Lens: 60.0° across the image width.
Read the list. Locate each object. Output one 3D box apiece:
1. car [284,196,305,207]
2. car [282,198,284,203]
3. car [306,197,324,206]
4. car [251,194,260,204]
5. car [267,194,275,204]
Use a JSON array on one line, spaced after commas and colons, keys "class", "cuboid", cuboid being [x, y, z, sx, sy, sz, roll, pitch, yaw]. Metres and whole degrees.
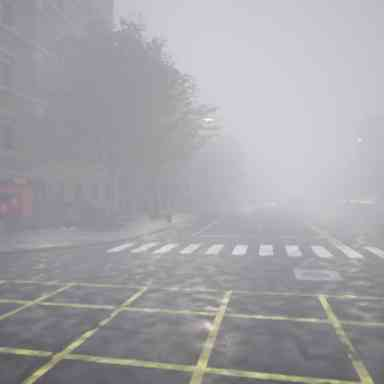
[{"class": "car", "cuboid": [17.365, 1.533, 56.499, 2.097, 1.767, 4.553, -1, -1, 13]}, {"class": "car", "cuboid": [21.212, 1.739, 74.237, 1.882, 1.535, 5.008, -1, 0, 12]}, {"class": "car", "cuboid": [20.900, 1.651, 56.263, 1.812, 1.442, 4.674, -1, 0, 13]}, {"class": "car", "cuboid": [14.460, 1.856, 76.125, 1.882, 1.535, 5.008, -1, 0, 12]}, {"class": "car", "cuboid": [17.880, 1.846, 75.380, 2.128, 1.511, 4.902, -1, 0, 12]}]
